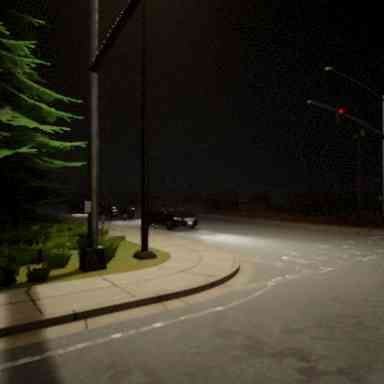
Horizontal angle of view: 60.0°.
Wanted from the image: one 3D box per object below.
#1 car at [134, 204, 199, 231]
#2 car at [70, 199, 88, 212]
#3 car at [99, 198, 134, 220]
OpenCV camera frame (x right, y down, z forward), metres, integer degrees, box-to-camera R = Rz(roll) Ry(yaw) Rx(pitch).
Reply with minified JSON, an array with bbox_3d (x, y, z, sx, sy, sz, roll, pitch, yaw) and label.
[{"bbox_3d":[-1.484,1.506,21.110,2.128,1.511,4.902,0,0,-34],"label":"car"},{"bbox_3d":[-12.162,1.538,36.680,1.812,1.442,4.674,0,0,-34],"label":"car"},{"bbox_3d":[-6.622,1.366,28.595,2.097,1.767,4.553,0,0,-34],"label":"car"}]
